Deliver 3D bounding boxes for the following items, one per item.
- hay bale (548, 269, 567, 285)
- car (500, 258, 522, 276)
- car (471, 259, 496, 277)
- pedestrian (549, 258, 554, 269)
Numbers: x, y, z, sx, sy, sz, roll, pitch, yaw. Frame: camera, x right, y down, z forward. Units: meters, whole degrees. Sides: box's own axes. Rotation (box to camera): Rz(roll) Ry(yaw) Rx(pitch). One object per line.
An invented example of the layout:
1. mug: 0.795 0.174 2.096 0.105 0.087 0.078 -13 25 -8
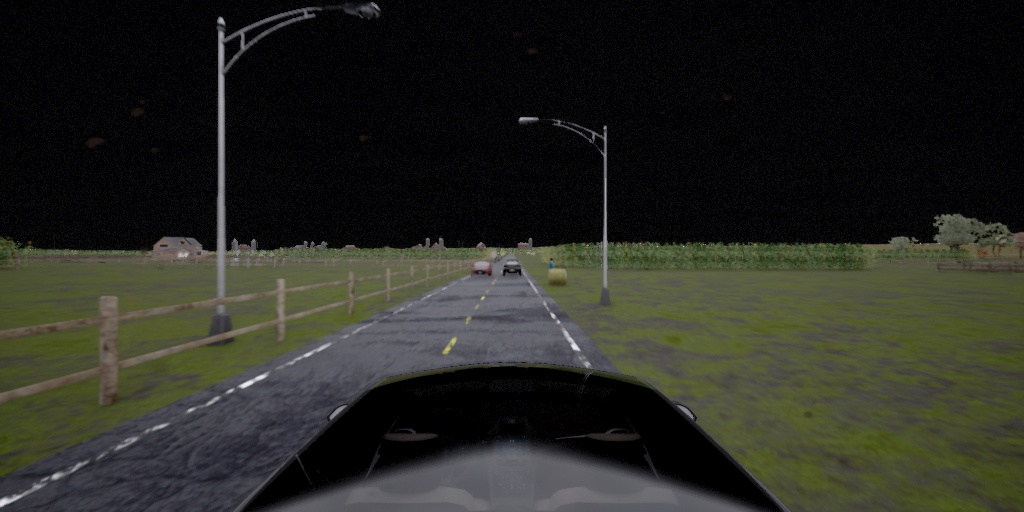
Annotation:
1. hay bale: 3.132 1.387 24.998 1.220 1.180 1.240 0 0 0
2. car: 0.043 1.193 36.812 1.882 1.535 5.008 0 0 1
3. car: -2.832 1.197 34.583 1.882 1.535 5.008 0 0 0
4. pedestrian: 2.832 1.029 26.104 0.375 1.860 0.375 -1 1 -1
